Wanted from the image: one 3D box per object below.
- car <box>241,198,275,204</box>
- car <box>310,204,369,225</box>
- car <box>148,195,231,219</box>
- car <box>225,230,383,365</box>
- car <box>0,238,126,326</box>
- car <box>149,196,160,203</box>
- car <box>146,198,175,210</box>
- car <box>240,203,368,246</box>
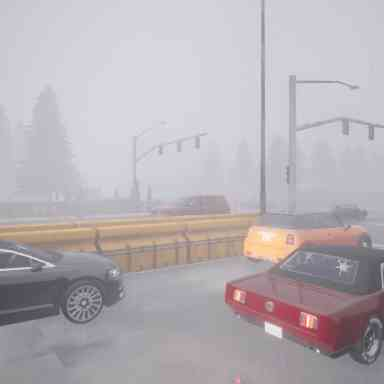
[{"bbox_3d":[8.580,1.547,43.395,2.033,1.411,5.357,0,0,-31],"label":"car"},{"bbox_3d":[11.020,1.601,24.778,4.718,1.301,1.895,0,0,-36],"label":"car"},{"bbox_3d":[-0.032,1.224,21.197,5.566,2.045,2.150,0,0,-35],"label":"car"},{"bbox_3d":[2.922,1.601,5.837,4.718,1.301,1.895,0,0,-36],"label":"car"},{"bbox_3d":[-3.543,1.492,5.511,4.902,1.511,2.128,0,0,-36],"label":"car"},{"bbox_3d":[-7.820,1.503,70.090,1.812,1.442,4.674,0,0,-2],"label":"car"},{"bbox_3d":[-4.253,1.564,43.979,1.994,1.385,4.181,0,0,-36],"label":"car"},{"bbox_3d":[3.870,1.352,10.817,4.553,1.767,2.097,0,0,-36],"label":"car"}]
